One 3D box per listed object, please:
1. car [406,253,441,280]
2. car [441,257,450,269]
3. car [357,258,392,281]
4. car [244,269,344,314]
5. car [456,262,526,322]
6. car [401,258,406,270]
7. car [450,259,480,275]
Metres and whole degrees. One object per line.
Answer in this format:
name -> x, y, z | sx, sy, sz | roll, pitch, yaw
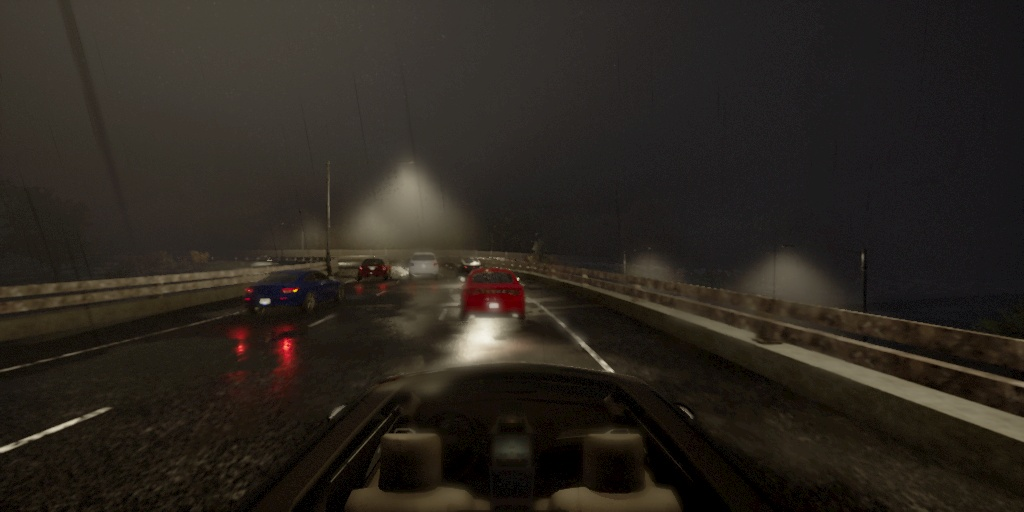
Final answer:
car -> -7.105, 0.759, 28.731 | 2.150, 2.045, 5.566 | 0, 1, -15
car -> -8.485, 0.882, 43.771 | 1.882, 1.535, 5.008 | 0, 1, -22
car -> -10.500, 0.910, 27.721 | 2.097, 1.767, 4.553 | 0, 1, -14
car -> -7.854, 1.203, 13.333 | 1.812, 1.442, 4.674 | 0, 1, -6
car -> -0.705, 1.138, 11.968 | 1.882, 1.535, 5.008 | 0, 1, -5
car -> -12.327, 0.926, 43.896 | 1.837, 1.490, 4.892 | 0, 1, -22
car -> -3.313, 1.019, 27.902 | 2.128, 1.511, 4.902 | 0, 1, -14
